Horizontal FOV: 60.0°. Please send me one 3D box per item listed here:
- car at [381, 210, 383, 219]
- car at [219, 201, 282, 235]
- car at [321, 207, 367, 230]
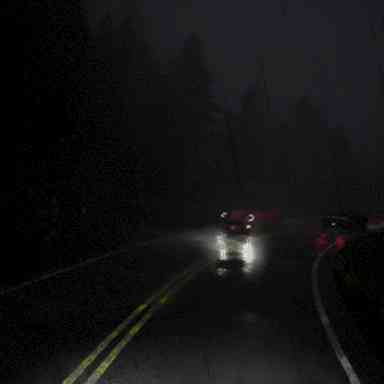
[{"bbox_3d":[20.728,2.102,34.126,1.812,1.442,4.674,5,2,38],"label":"car"},{"bbox_3d":[3.450,1.298,18.929,2.097,1.767,4.553,4,2,36],"label":"car"},{"bbox_3d":[10.024,1.753,21.692,2.128,1.511,4.902,5,2,40],"label":"car"}]
